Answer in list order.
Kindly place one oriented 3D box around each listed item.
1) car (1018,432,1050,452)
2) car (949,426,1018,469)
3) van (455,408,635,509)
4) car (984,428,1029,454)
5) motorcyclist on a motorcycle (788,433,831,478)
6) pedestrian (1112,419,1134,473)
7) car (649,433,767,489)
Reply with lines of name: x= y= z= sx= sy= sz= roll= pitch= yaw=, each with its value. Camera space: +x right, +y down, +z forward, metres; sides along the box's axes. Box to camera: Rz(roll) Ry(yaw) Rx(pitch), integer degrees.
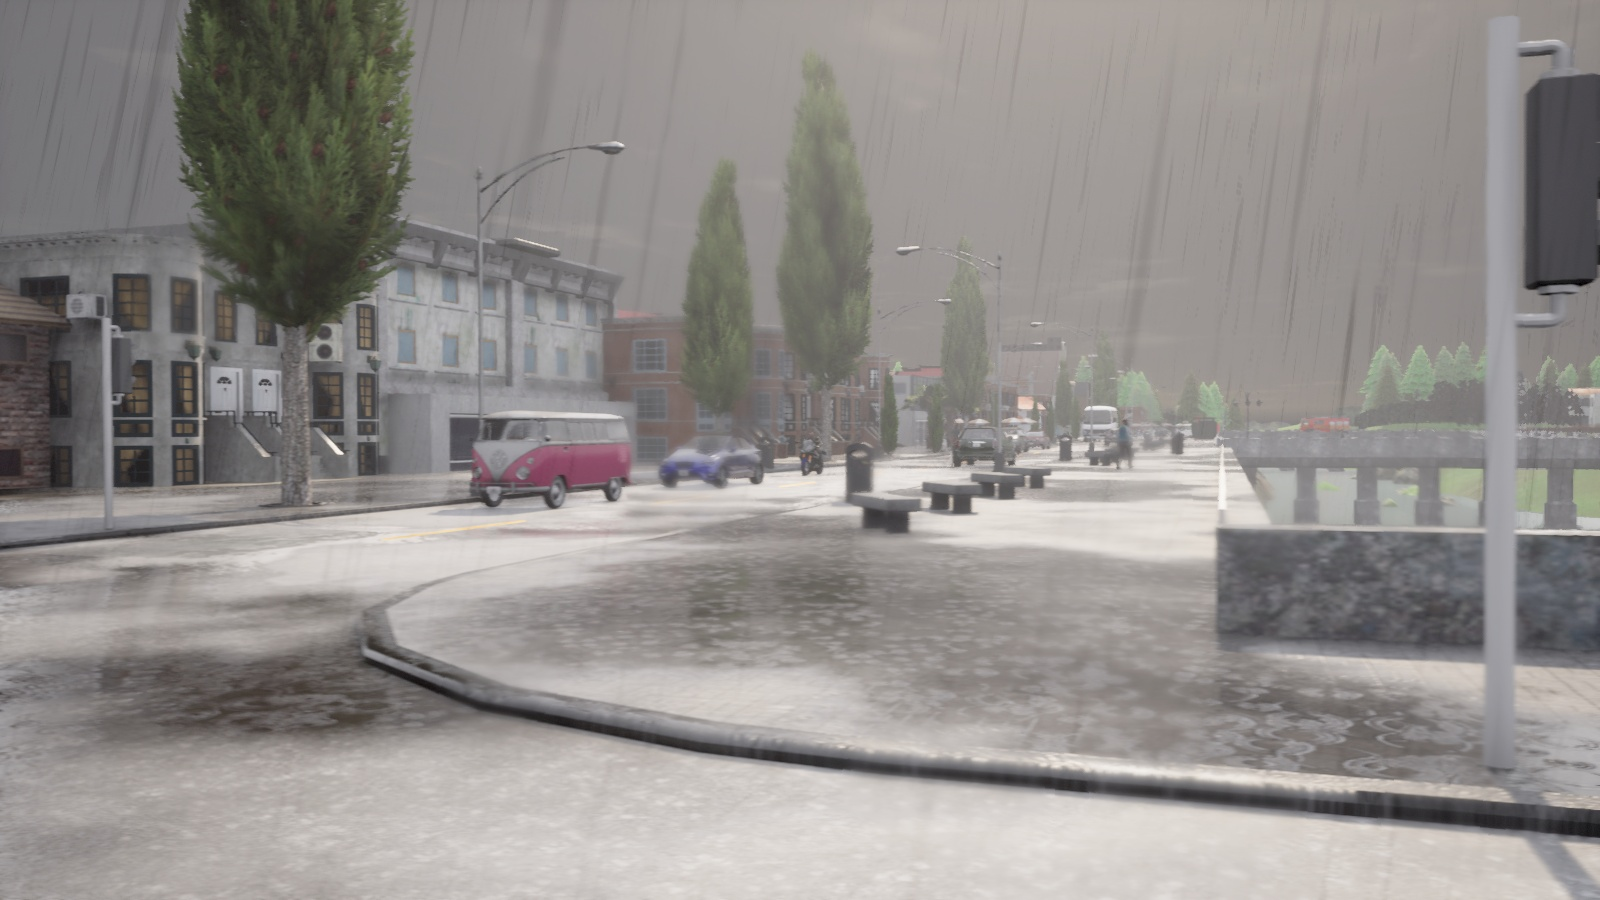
car: x=17.976 y=-0.622 z=96.262 sx=1.812 sy=1.442 sz=4.674 roll=1 pitch=1 yaw=19
car: x=7.898 y=-0.146 z=53.719 sx=2.097 sy=1.767 sz=4.553 roll=1 pitch=1 yaw=19
van: x=-5.333 y=0.129 z=26.875 sx=1.775 sy=1.987 sz=4.442 roll=1 pitch=1 yaw=19
car: x=13.780 y=-0.619 z=83.774 sx=2.242 sy=1.667 sz=4.611 roll=1 pitch=1 yaw=19
motorcyclist on a motorcycle: x=0.352 y=0.161 z=43.831 sx=0.866 sy=1.530 sz=2.191 roll=1 pitch=1 yaw=19
pedestrian: x=11.617 y=-0.144 z=45.204 sx=0.692 sy=1.930 sz=0.396 roll=0 pitch=1 yaw=-37
car: x=-2.510 y=0.265 z=35.304 sx=1.816 sy=1.474 sz=4.193 roll=1 pitch=1 yaw=19
